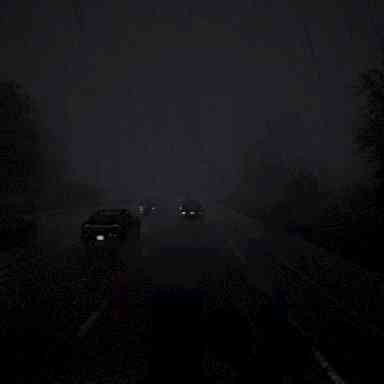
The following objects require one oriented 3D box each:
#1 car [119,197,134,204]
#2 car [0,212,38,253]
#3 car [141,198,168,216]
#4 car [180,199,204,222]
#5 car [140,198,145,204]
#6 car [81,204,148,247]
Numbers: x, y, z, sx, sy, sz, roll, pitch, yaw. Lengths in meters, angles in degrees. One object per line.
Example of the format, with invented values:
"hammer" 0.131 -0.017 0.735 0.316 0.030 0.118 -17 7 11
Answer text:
"car" -10.779 1.531 55.019 1.837 1.490 4.892 0 0 0
"car" -7.141 1.499 11.570 2.128 1.511 4.902 0 0 0
"car" -3.532 1.580 33.105 1.994 1.385 4.181 0 0 0
"car" -0.003 1.559 26.353 2.033 1.411 5.357 0 0 0
"car" -7.278 1.627 54.473 1.895 1.301 4.718 0 0 0
"car" -3.457 1.499 14.913 2.128 1.511 4.902 0 0 0
